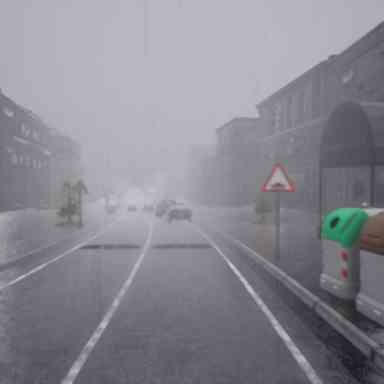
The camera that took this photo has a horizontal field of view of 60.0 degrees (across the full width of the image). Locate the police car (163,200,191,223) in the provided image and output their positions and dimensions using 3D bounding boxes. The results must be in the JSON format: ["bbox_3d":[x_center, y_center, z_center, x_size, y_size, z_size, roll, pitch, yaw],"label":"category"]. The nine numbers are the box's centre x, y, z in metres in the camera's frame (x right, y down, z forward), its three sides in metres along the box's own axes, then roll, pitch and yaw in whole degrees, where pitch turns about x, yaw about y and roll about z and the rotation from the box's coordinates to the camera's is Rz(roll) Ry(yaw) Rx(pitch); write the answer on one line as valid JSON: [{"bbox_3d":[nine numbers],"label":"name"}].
[{"bbox_3d":[-1.277,1.812,29.850,1.930,1.638,5.238,0,-1,-8],"label":"police car"}]

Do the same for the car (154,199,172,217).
[{"bbox_3d":[-2.962,1.943,39.733,2.150,2.045,5.566,0,-2,-10],"label":"car"}]

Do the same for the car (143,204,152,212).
[{"bbox_3d":[-8.569,3.068,65.002,1.882,1.535,5.008,0,-1,-11],"label":"car"}]

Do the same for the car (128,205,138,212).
[{"bbox_3d":[-11.580,3.163,64.734,1.895,1.301,4.718,0,1,-11],"label":"car"}]

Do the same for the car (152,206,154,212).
[{"bbox_3d":[-4.051,2.457,45.613,1.882,1.535,5.008,0,-3,-11],"label":"car"}]
